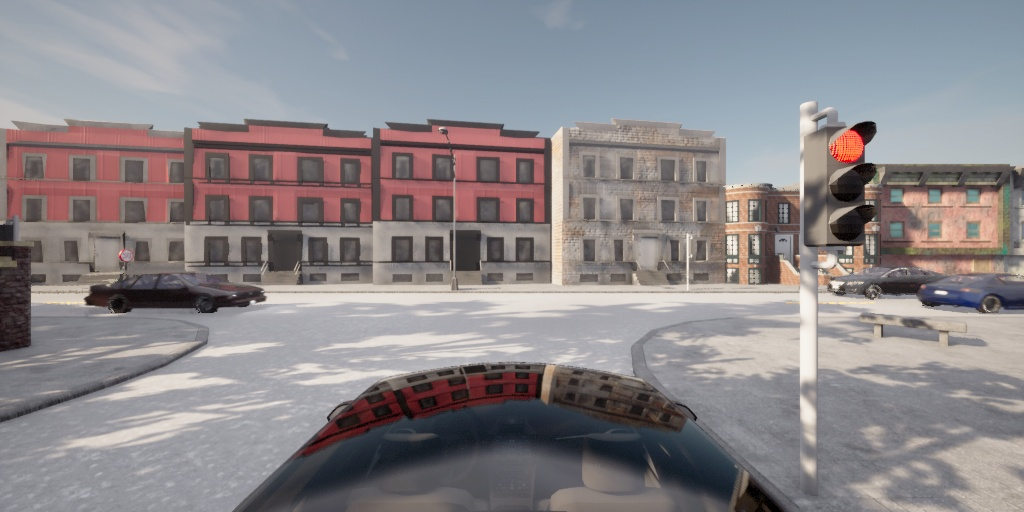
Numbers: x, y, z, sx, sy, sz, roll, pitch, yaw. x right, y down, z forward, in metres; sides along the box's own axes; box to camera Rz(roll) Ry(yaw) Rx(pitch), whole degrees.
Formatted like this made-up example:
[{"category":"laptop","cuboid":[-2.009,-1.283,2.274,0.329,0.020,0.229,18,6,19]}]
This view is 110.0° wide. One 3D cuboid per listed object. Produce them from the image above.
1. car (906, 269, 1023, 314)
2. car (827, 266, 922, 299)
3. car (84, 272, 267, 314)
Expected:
[{"category":"car","cuboid":[17.757,1.314,13.167,4.181,1.385,1.994,0,0,0]},{"category":"car","cuboid":[18.123,1.242,17.366,4.902,1.511,2.128,0,0,0]},{"category":"car","cuboid":[-12.168,1.297,13.146,5.357,1.411,2.033,0,0,0]}]
